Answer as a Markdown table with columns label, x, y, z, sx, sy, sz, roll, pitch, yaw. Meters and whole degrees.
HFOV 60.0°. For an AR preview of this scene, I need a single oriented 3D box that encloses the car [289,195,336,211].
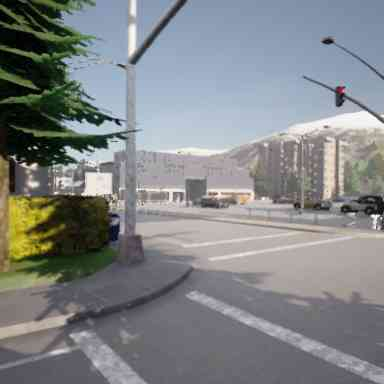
| label | x | y | z | sx | sy | sz | roll | pitch | yaw |
| --- | --- | --- | --- | --- | --- | --- | --- | --- | --- |
| car | 14.497 | 1.314 | 40.204 | 1.932 | 1.855 | 4.605 | 0 | 0 | -36 |

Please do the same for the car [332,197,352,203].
| label | x | y | z | sx | sy | sz | roll | pitch | yaw |
| --- | --- | --- | --- | --- | --- | --- | --- | --- | --- |
| car | 34.494 | 1.820 | 76.429 | 1.845 | 1.501 | 3.633 | 0 | 0 | -36 |

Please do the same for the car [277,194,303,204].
| label | x | y | z | sx | sy | sz | roll | pitch | yaw |
| --- | --- | --- | --- | --- | --- | --- | --- | --- | --- |
| car | 19.350 | 1.430 | 65.661 | 1.932 | 1.855 | 4.605 | 0 | 0 | -36 |

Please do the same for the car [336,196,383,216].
| label | x | y | z | sx | sy | sz | roll | pitch | yaw |
| --- | --- | --- | --- | --- | --- | --- | --- | --- | --- |
| car | 16.440 | 1.273 | 31.901 | 1.905 | 1.878 | 3.866 | 0 | 0 | -36 |

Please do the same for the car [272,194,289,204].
| label | x | y | z | sx | sy | sz | roll | pitch | yaw |
| --- | --- | --- | --- | --- | --- | --- | --- | --- | --- |
| car | 17.236 | 1.391 | 63.625 | 1.905 | 1.878 | 3.866 | 0 | 0 | -36 |

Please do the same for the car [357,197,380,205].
| label | x | y | z | sx | sy | sz | roll | pitch | yaw |
| --- | --- | --- | --- | --- | --- | --- | --- | --- | --- |
| car | 36.423 | 1.813 | 68.668 | 1.970 | 1.475 | 3.806 | 0 | 0 | -36 |

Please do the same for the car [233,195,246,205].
| label | x | y | z | sx | sy | sz | roll | pitch | yaw |
| --- | --- | --- | --- | --- | --- | --- | --- | --- | --- |
| car | 6.864 | 1.389 | 56.134 | 2.152 | 1.636 | 5.027 | 0 | 0 | -36 |

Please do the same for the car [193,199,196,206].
| label | x | y | z | sx | sy | sz | roll | pitch | yaw |
| --- | --- | --- | --- | --- | --- | --- | --- | --- | --- |
| car | 1.850 | 1.428 | 52.114 | 1.970 | 1.475 | 3.806 | 0 | 0 | -36 |

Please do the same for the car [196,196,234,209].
| label | x | y | z | sx | sy | sz | roll | pitch | yaw |
| --- | --- | --- | --- | --- | --- | --- | --- | --- | --- |
| car | 3.008 | 1.472 | 44.255 | 2.007 | 1.523 | 4.514 | 0 | 0 | -36 |

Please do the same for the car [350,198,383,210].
| label | x | y | z | sx | sy | sz | roll | pitch | yaw |
| --- | --- | --- | --- | --- | --- | --- | --- | --- | --- |
| car | 25.011 | 1.591 | 46.920 | 2.007 | 1.523 | 4.514 | 0 | 0 | -36 |
